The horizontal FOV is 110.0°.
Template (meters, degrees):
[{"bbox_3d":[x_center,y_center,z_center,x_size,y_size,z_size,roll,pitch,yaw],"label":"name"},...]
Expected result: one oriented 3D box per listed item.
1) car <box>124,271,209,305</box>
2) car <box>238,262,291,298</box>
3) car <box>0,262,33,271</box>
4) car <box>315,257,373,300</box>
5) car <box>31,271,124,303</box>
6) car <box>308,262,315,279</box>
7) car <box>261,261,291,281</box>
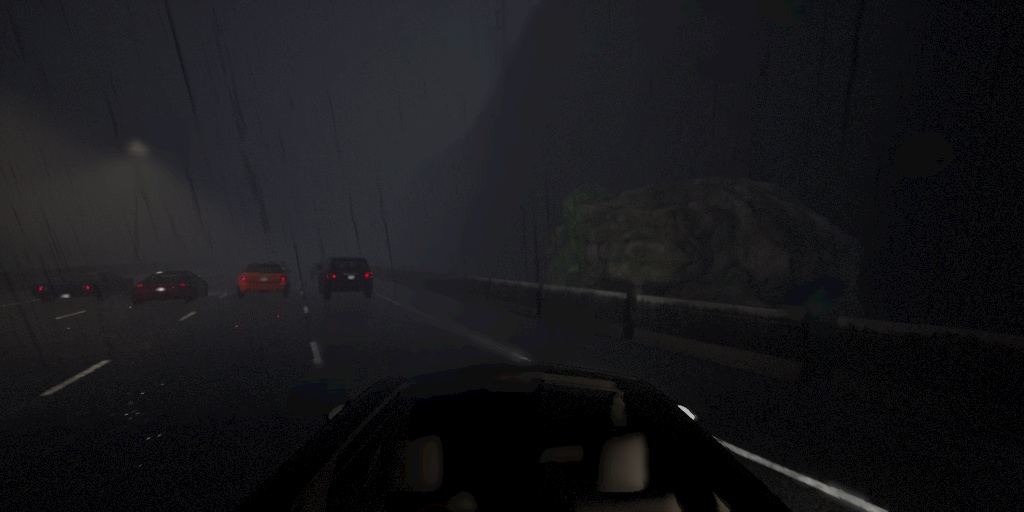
[{"bbox_3d":[-15.711,1.370,16.680,1.994,1.385,4.181,0,0,-31],"label":"car"},{"bbox_3d":[-13.298,1.176,19.447,2.097,1.767,4.553,0,0,-31],"label":"car"},{"bbox_3d":[-38.716,1.180,27.220,1.812,1.442,4.674,0,0,-31],"label":"car"},{"bbox_3d":[-8.794,1.065,18.788,2.150,2.045,5.566,0,0,-31],"label":"car"},{"bbox_3d":[-20.046,1.387,17.064,1.895,1.301,4.718,0,0,-31],"label":"car"},{"bbox_3d":[-18.140,1.305,34.091,1.837,1.490,4.892,0,1,-31],"label":"car"},{"bbox_3d":[-21.247,1.271,32.463,2.128,1.511,4.902,0,0,-31],"label":"car"}]
